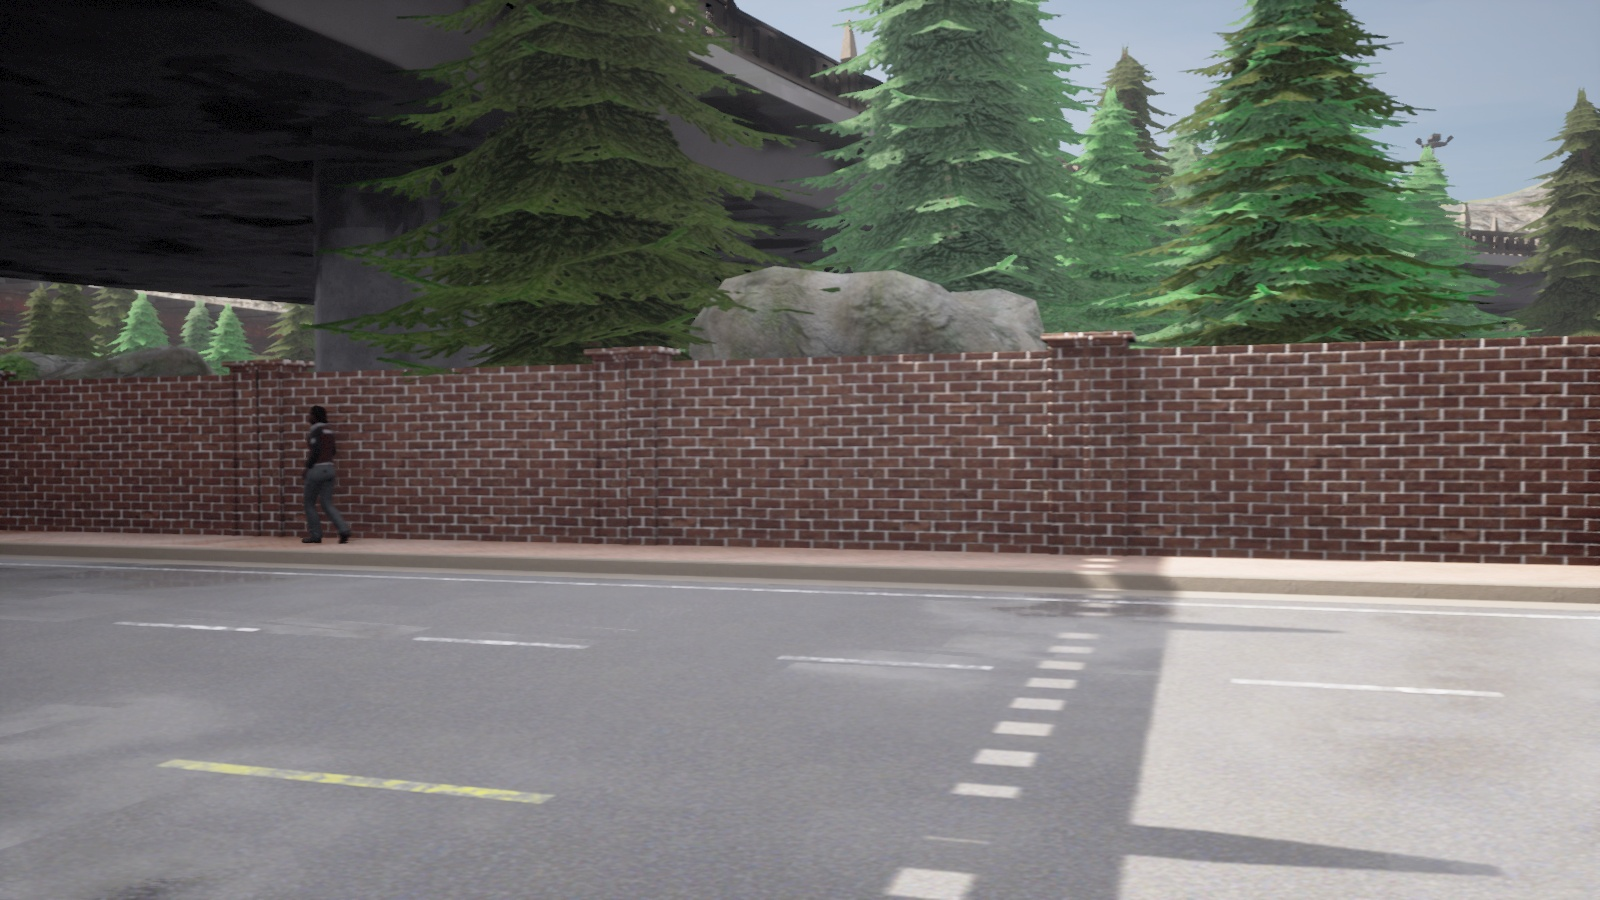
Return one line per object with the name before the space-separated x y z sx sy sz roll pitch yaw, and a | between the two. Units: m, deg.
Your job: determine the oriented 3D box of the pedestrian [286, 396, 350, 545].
pedestrian | -6.322 0.259 16.494 0.666 1.930 0.402 0 1 16
